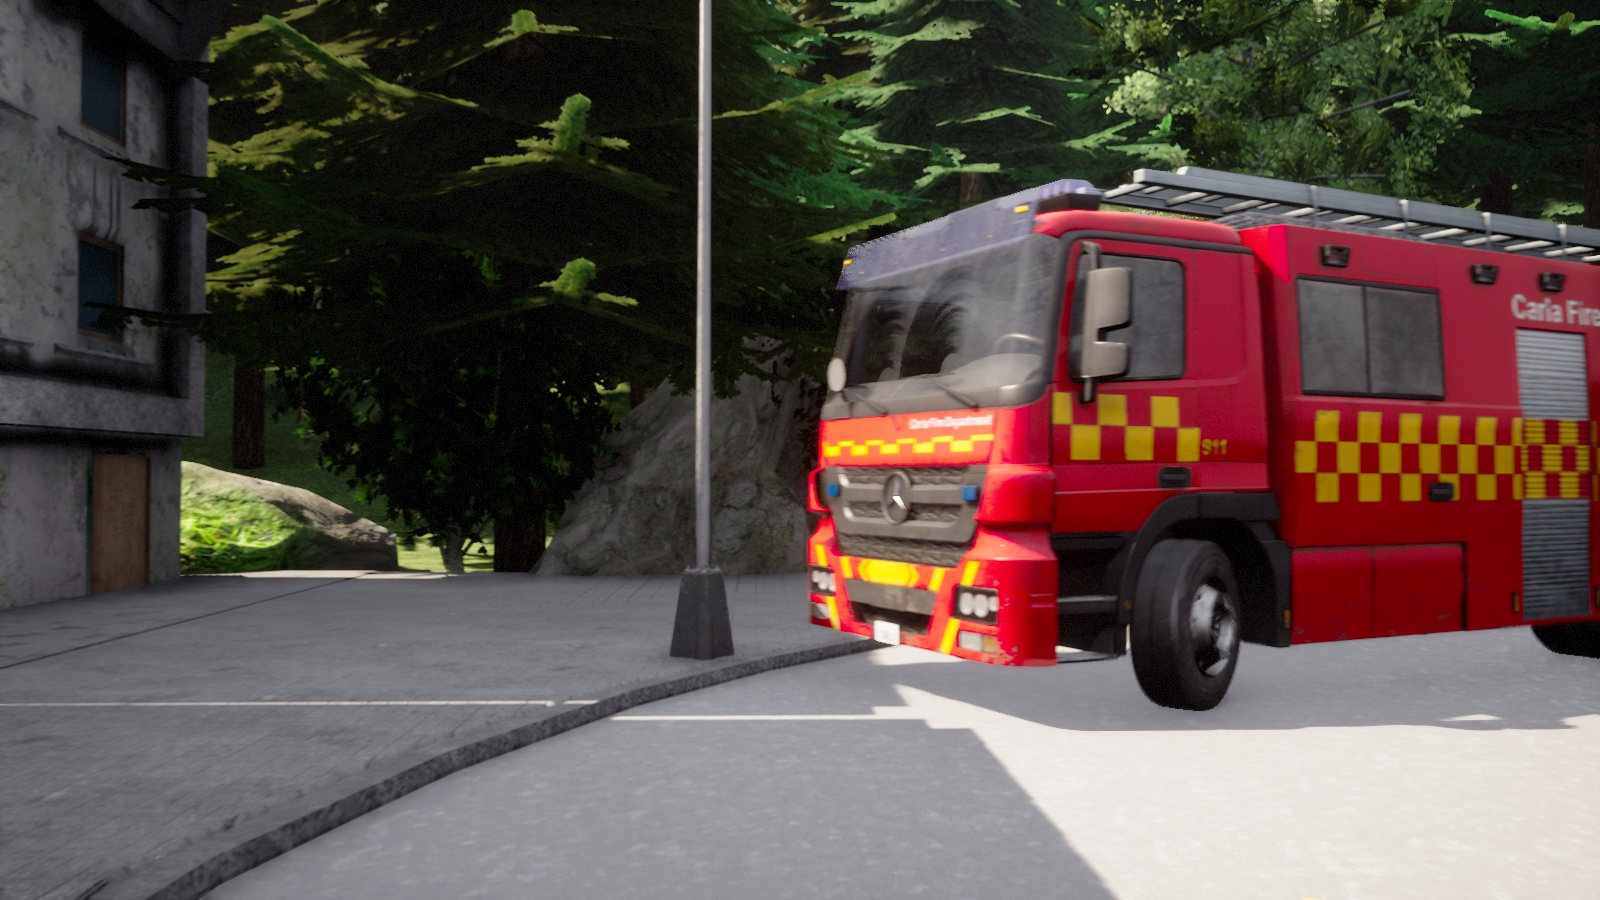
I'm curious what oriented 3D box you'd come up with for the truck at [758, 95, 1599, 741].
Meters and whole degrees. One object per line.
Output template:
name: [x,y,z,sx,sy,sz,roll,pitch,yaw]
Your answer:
truck: [4.099,-0.145,10.674,8.468,3.827,2.891,0,-1,-28]
